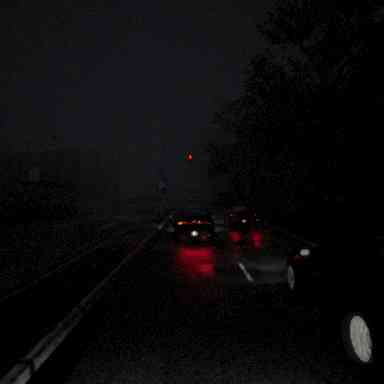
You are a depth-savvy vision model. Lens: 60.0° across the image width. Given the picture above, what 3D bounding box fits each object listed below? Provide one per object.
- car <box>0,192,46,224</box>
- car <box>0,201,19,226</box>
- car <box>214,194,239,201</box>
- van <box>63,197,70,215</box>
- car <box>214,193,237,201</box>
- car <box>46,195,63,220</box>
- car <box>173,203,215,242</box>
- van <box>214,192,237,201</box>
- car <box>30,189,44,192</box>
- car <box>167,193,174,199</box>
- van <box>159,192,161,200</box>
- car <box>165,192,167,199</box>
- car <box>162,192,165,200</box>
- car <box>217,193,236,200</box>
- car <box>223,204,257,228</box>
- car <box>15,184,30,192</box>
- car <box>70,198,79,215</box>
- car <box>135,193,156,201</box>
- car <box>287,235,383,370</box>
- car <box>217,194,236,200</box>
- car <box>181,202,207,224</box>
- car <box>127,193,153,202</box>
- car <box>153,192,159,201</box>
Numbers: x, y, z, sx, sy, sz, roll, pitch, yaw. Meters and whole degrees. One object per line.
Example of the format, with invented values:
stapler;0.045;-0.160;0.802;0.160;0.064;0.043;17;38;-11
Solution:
car;-13.789;1.271;23.859;5.566;2.045;2.435;-1;0;-20
car;-13.769;1.556;20.863;4.674;1.452;2.002;-1;0;-20
car;8.205;1.296;79.274;5.366;1.575;1.946;1;0;-13
van;-13.600;1.308;29.932;4.442;1.987;1.878;-1;0;-19
car;7.669;1.173;76.280;4.553;1.767;2.185;1;0;-14
car;-13.716;1.277;26.896;5.566;2.045;2.435;-1;0;-20
car;0.110;1.519;16.548;1.837;1.490;4.892;0;0;0
van;7.285;1.073;73.311;4.442;1.987;1.878;1;0;-14
car;-28.163;0.164;61.585;2.002;1.452;4.674;6;-3;-19
car;-8.451;1.398;94.650;4.674;1.452;2.002;-1;0;-12
van;-10.238;1.127;79.700;4.442;1.987;1.878;-1;0;-14
car;-9.638;1.396;85.666;4.674;1.452;2.002;-1;0;-13
car;-10.011;1.357;82.671;4.892;1.521;2.231;-1;0;-14
car;9.460;1.167;90.980;4.553;1.767;2.185;1;0;-12
car;3.134;1.551;22.183;1.812;1.442;4.674;0;0;0
car;-31.158;-0.398;61.645;2.435;2.045;5.566;6;-3;-19
car;-13.625;1.416;32.910;4.553;1.767;2.185;-1;0;-19
car;-10.704;1.229;76.660;4.553;1.767;2.185;-1;0;-14
car;3.102;1.476;5.717;1.882;1.535;5.008;0;-1;0
car;9.093;1.334;88.050;4.674;1.452;2.002;1;0;-12
car;0.147;1.559;25.671;1.812;1.442;4.674;0;0;1
car;-11.442;1.388;70.716;4.792;1.488;2.163;-1;0;-15
car;-10.797;1.347;73.708;5.366;1.575;1.946;-1;0;-15
